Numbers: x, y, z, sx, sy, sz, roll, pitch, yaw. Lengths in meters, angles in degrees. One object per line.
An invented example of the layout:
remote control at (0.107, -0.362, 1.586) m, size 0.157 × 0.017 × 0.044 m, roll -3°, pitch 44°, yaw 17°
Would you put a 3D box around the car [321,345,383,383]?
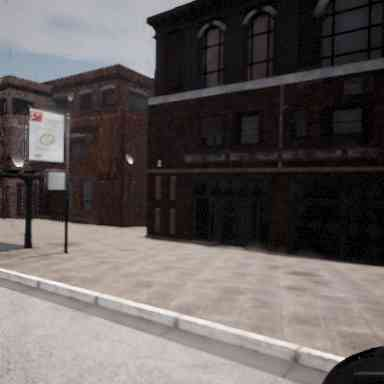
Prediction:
car at (3.017, 1.480, 1.112) m, size 5.008 × 1.535 × 2.097 m, roll 0°, pitch 0°, yaw 36°
